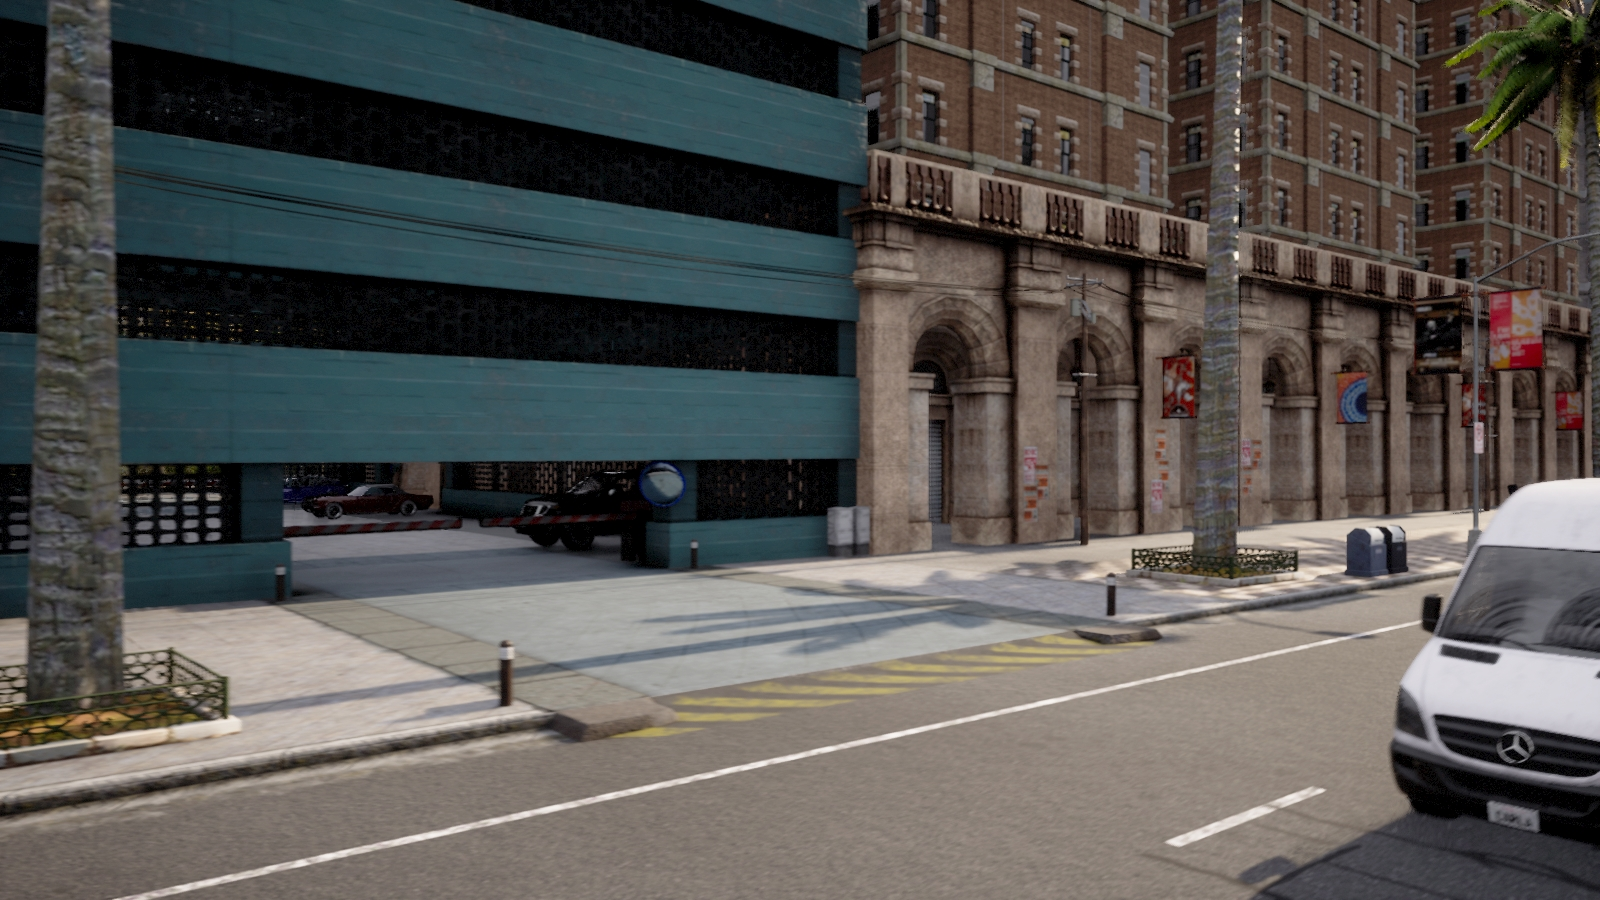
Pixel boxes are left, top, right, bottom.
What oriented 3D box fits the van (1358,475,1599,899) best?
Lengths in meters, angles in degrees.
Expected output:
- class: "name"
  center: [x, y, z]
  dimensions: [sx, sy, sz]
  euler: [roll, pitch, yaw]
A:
- class: "van"
  center: [6.977, 1.535, 9.373]
  dimensions: [5.915, 2.561, 1.988]
  euler: [0, 0, -39]
